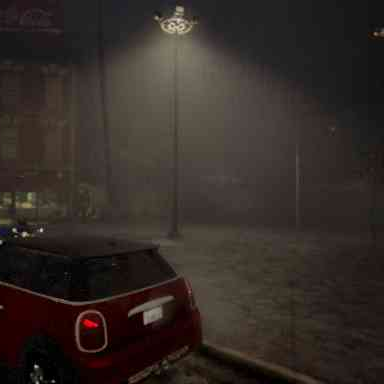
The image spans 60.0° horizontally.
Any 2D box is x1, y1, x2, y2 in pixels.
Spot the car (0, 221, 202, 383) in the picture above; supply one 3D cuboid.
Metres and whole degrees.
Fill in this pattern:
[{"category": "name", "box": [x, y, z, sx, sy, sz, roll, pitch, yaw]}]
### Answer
[{"category": "car", "box": [-2.135, 1.429, 5.071, 4.553, 1.767, 2.097, 0, -1, 37]}]
